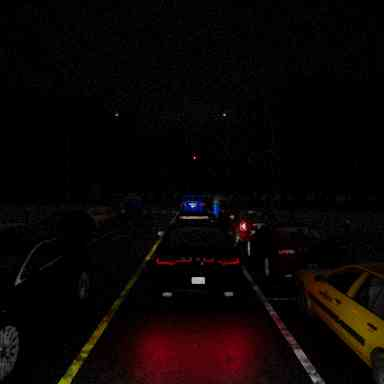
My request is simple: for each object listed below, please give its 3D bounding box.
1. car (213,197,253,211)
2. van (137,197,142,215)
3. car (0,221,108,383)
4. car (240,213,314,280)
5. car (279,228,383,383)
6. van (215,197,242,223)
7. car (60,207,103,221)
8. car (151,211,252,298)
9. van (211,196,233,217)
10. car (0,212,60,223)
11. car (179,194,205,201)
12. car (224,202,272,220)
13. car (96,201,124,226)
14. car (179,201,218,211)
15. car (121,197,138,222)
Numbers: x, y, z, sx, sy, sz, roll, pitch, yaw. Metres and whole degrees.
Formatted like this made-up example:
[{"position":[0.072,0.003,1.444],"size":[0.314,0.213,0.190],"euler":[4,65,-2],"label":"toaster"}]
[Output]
[{"position":[2.761,1.317,20.696],"size":[2.192,1.841,5.009],"euler":[0,0,0],"label":"car"},{"position":[-5.763,1.346,31.572],"size":[1.690,1.788,3.998],"euler":[0,0,0],"label":"van"},{"position":[-3.100,1.491,5.402],"size":[2.128,1.511,4.902],"euler":[0,0,0],"label":"car"},{"position":[2.761,1.545,9.821],"size":[1.887,1.381,4.507],"euler":[0,0,0],"label":"car"},{"position":[2.760,1.525,4.553],"size":[1.752,1.417,4.829],"euler":[0,0,0],"label":"car"},{"position":[2.762,1.345,26.134],"size":[1.690,1.788,3.998],"euler":[0,0,0],"label":"van"},{"position":[-5.764,1.567,15.259],"size":[1.947,1.339,4.313],"euler":[0,0,0],"label":"car"},{"position":[0.095,1.478,8.600],"size":[1.882,1.535,5.008],"euler":[0,0,0],"label":"car"},{"position":[2.763,1.346,31.571],"size":[1.690,1.788,3.998],"euler":[0,0,0],"label":"van"},{"position":[-5.764,1.526,9.652],"size":[1.752,1.417,4.829],"euler":[0,0,0],"label":"car"},{"position":[0.025,1.226,29.411],"size":[2.150,2.045,5.566],"euler":[0,0,-2],"label":"car"},{"position":[2.761,1.441,15.258],"size":[1.967,1.590,4.097],"euler":[0,0,0],"label":"car"},{"position":[-5.763,1.527,20.527],"size":[1.752,1.417,4.829],"euler":[0,0,0],"label":"car"},{"position":[0.098,1.493,19.043],"size":[2.128,1.511,4.902],"euler":[0,0,0],"label":"car"},{"position":[-5.763,1.444,26.134],"size":[1.967,1.590,4.097],"euler":[0,0,0],"label":"car"}]
